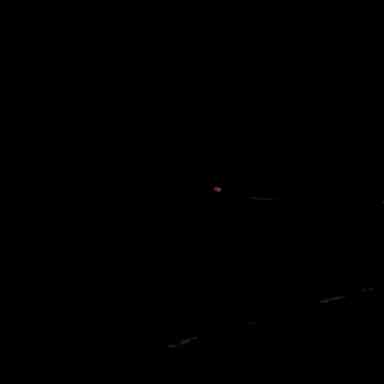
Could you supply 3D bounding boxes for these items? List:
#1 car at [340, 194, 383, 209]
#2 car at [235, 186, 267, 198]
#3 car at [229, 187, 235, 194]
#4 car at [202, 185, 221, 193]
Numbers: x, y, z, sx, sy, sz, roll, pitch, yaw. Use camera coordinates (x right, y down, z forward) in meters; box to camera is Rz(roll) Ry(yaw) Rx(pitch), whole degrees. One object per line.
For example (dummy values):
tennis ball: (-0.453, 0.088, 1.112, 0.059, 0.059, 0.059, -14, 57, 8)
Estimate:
car: (16.675, 0.884, 31.645, 1.895, 1.301, 4.718, 2, 2, -26)
car: (8.784, -0.008, 48.212, 1.882, 1.535, 5.008, 2, 2, -25)
car: (8.167, -0.257, 56.784, 2.128, 1.511, 4.902, 2, 2, -25)
car: (3.831, -0.626, 65.723, 2.033, 1.411, 5.357, 2, 2, -26)
